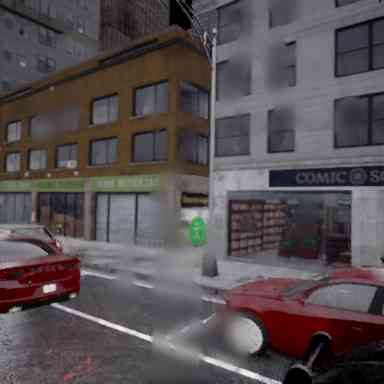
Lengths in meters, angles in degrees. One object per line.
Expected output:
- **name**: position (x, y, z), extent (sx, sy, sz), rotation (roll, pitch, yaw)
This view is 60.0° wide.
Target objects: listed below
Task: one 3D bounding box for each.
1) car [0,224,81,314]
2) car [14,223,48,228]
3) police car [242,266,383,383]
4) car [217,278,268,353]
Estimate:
- **car**: position (-4.689, 1.726, 7.882), extent (5.008, 1.535, 1.882), rotation (-1, -3, 37)
- **car**: position (-6.276, 1.801, 11.425), extent (4.097, 1.590, 1.967), rotation (-1, -2, 37)
- **police car**: position (3.084, 1.529, 1.668), extent (5.238, 1.638, 1.930), rotation (-1, -2, 33)
- **car**: position (2.470, 1.755, 4.735), extent (4.507, 1.381, 1.887), rotation (-1, -2, 37)
